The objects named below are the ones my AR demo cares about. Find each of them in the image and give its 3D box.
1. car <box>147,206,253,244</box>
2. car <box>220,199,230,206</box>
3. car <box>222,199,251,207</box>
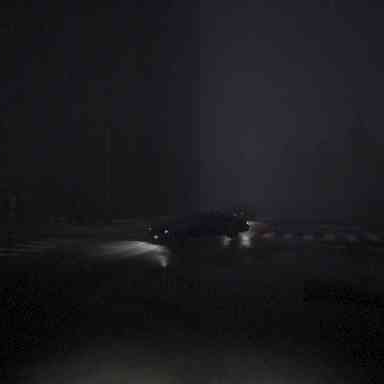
[{"bbox_3d":[0.476,1.655,16.668,5.357,1.411,2.033,0,-1,-37],"label":"car"},{"bbox_3d":[6.001,1.867,51.730,1.837,1.490,4.892,1,-1,-20],"label":"car"},{"bbox_3d":[4.349,1.700,29.902,1.837,1.490,4.892,0,0,18],"label":"car"}]
